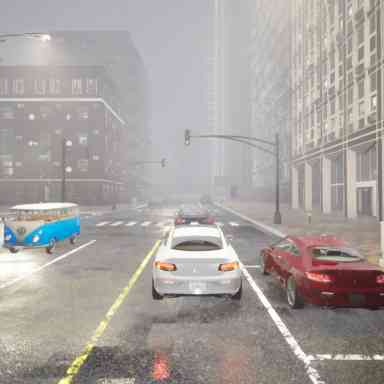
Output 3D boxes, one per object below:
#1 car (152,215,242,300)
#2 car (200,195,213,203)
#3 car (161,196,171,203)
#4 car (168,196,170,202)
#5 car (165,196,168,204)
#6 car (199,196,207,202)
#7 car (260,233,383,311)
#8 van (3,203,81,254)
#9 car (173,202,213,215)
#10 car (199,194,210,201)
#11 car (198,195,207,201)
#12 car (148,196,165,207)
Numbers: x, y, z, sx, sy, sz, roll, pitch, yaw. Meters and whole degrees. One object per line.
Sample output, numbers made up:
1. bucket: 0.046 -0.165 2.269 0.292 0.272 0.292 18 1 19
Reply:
1. car: 0.103 1.528 8.273 1.812 1.442 4.674 0 0 0
2. car: 2.688 1.595 56.768 1.802 1.307 4.206 1 0 0
3. car: -5.696 1.598 73.728 1.802 1.307 4.206 1 0 0
4. car: -5.693 1.580 62.419 1.947 1.339 4.313 1 0 0
5. car: -5.692 1.564 56.764 2.008 1.369 4.403 1 0 0
6. car: 2.682 1.599 79.387 1.802 1.307 4.206 1 0 0
7. car: 2.699 1.584 7.511 1.802 1.307 4.206 1 0 0
8. van: -5.765 1.345 13.193 1.690 1.788 3.998 1 0 0
9. car: 0.064 1.509 17.540 2.163 1.488 4.792 0 0 -1
10. car: 2.691 1.329 62.423 2.192 1.841 5.009 1 0 0
11. car: 2.681 1.569 85.042 2.008 1.369 4.403 1 0 0
12. car: -5.690 1.563 51.109 2.008 1.369 4.403 1 0 0
